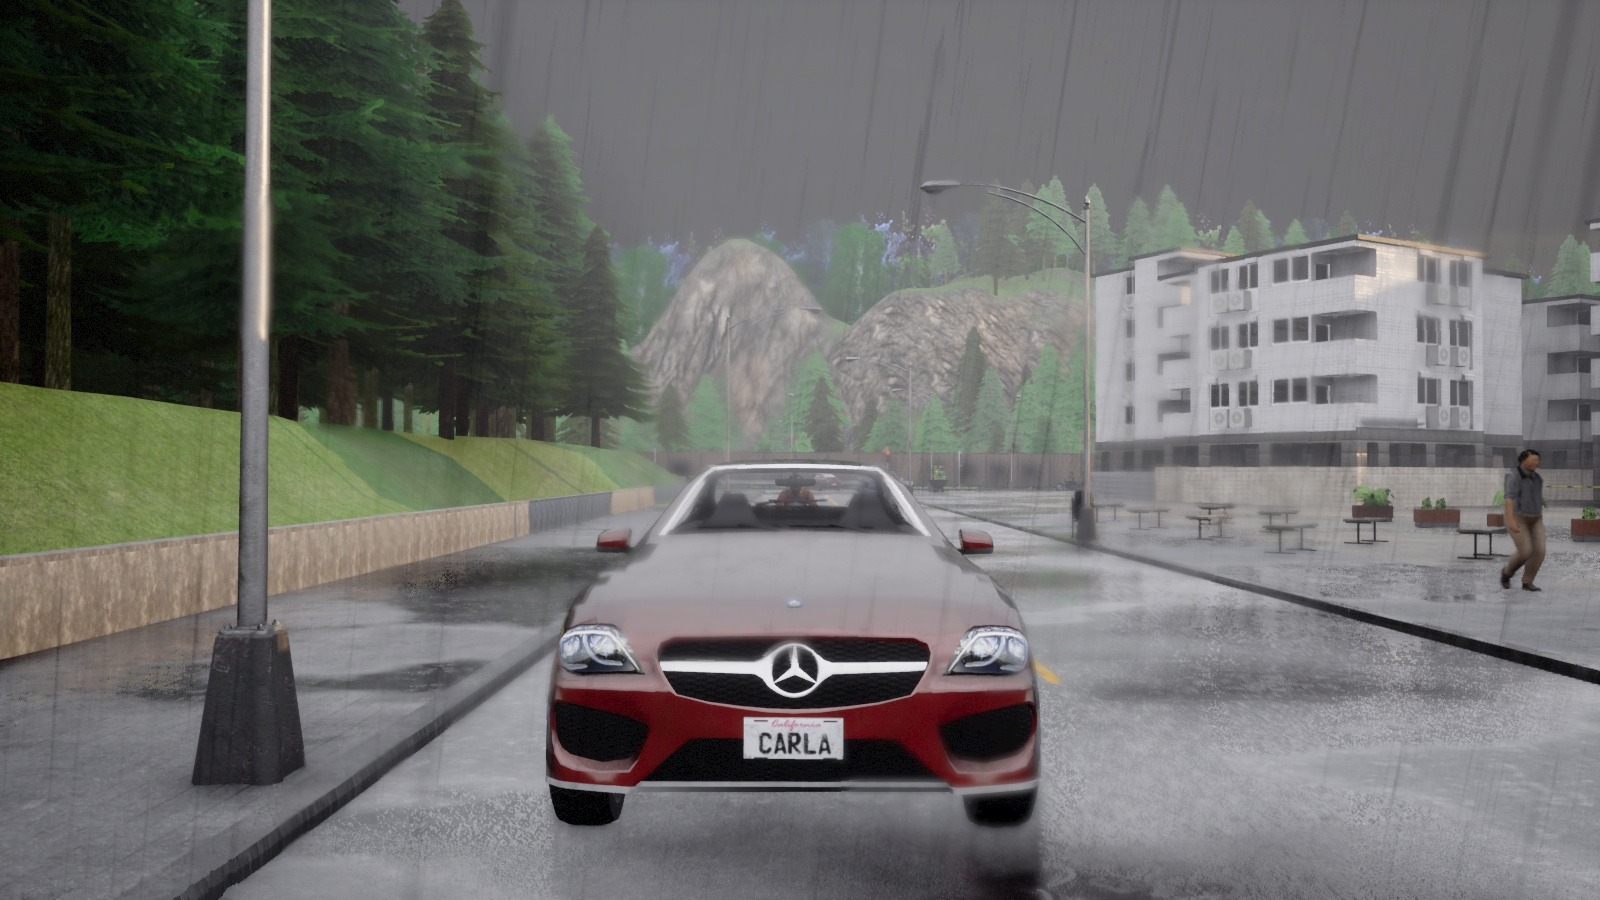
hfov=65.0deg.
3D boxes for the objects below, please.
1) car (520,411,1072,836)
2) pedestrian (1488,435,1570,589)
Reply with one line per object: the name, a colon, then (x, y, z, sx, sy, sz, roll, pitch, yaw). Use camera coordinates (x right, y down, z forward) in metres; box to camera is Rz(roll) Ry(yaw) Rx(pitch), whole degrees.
car: (-0.022, 0.718, 7.419, 2.152, 1.651, 5.027, 0, -1, 0)
pedestrian: (8.984, 0.748, 15.489, 0.540, 1.848, 0.694, 0, -1, -7)
